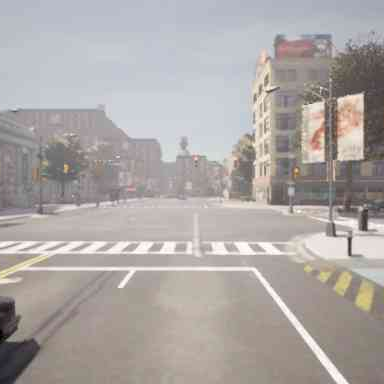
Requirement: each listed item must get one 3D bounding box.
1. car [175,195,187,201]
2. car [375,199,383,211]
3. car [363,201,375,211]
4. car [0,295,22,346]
[{"bbox_3d":[-2.789,1.598,89.434,2.033,1.411,5.357,0,0,0],"label":"car"},{"bbox_3d":[23.864,1.268,36.629,5.566,2.045,2.150,0,0,0],"label":"car"},{"bbox_3d":[23.232,1.539,40.123,4.902,1.511,2.128,0,0,0],"label":"car"},{"bbox_3d":[-3.401,1.546,2.337,2.033,1.411,5.357,0,0,1],"label":"car"}]
